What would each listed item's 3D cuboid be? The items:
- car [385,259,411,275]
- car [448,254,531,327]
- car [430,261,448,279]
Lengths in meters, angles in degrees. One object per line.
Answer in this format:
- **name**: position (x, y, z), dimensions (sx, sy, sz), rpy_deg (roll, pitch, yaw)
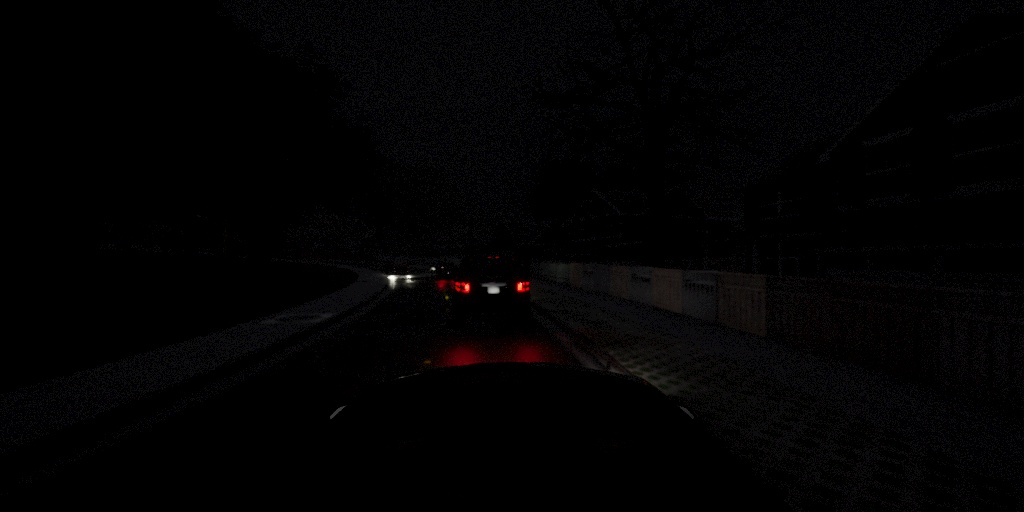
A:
- **car**: position (-11.620, 1.036, 36.374), dimensions (1.882, 1.535, 5.008), rpy_deg (0, 0, -27)
- **car**: position (-0.795, 0.955, 11.717), dimensions (2.150, 2.045, 5.566), rpy_deg (0, 0, -7)
- **car**: position (-5.874, 1.125, 30.745), dimensions (2.128, 1.511, 4.902), rpy_deg (0, 0, -21)
